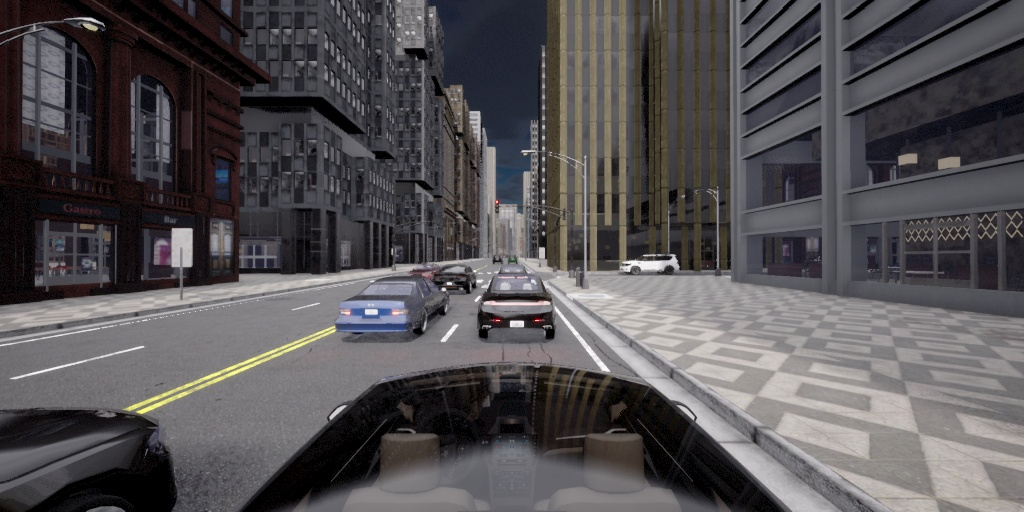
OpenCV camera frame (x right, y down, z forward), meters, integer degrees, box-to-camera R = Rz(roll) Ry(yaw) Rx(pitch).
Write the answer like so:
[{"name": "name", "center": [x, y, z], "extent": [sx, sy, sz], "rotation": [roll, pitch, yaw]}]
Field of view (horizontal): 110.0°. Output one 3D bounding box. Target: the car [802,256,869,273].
[{"name": "car", "center": [32.211, 0.781, 35.839], "extent": [5.566, 2.045, 2.150], "rotation": [0, 0, 0]}]

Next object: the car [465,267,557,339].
[{"name": "car", "center": [0.119, 1.238, 10.082], "extent": [2.128, 1.511, 4.902], "rotation": [0, 0, 0]}]

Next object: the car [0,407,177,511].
[{"name": "car", "center": [-3.151, 1.241, 0.357], "extent": [2.128, 1.511, 4.902], "rotation": [0, 0, 0]}]

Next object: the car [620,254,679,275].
[{"name": "car", "center": [13.731, 0.858, 35.840], "extent": [5.566, 2.045, 2.150], "rotation": [0, 0, 0]}]

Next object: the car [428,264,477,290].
[{"name": "car", "center": [-3.104, 1.210, 20.271], "extent": [1.882, 1.535, 5.008], "rotation": [0, 0, 0]}]

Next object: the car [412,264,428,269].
[{"name": "car", "center": [-6.343, 1.285, 26.540], "extent": [1.994, 1.385, 4.181], "rotation": [0, 0, 8]}]

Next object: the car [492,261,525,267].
[{"name": "car", "center": [0.042, 1.225, 19.512], "extent": [2.128, 1.511, 4.902], "rotation": [0, 0, 0]}]

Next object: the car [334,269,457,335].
[{"name": "car", "center": [-3.130, 1.293, 10.502], "extent": [2.033, 1.411, 5.357], "rotation": [0, 0, 0]}]
